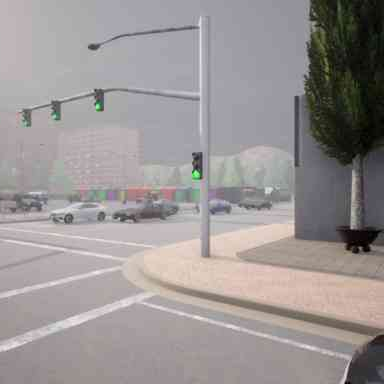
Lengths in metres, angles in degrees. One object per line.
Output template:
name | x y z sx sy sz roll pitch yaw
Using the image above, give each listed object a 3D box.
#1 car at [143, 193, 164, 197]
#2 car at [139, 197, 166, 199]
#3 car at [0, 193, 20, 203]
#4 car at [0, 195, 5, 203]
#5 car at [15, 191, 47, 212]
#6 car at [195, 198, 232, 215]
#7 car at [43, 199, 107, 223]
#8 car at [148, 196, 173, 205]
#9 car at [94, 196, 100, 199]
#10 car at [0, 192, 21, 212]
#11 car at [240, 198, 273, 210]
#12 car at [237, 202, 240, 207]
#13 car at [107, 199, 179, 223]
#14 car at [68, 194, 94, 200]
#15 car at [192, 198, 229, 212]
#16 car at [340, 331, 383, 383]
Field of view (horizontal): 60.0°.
car | -6.918 1.156 52.523 3.866 1.878 1.905 0 0 35
car | -3.160 1.525 32.890 1.812 1.442 4.674 0 0 37
car | -36.747 1.152 66.763 4.605 1.855 1.932 0 0 35
car | -38.254 1.363 64.542 3.905 1.438 1.784 0 0 35
car | -18.205 1.156 36.471 3.866 1.878 1.905 0 0 35
car | 2.436 1.525 34.547 1.812 1.442 4.674 0 0 37
car | -8.546 1.525 25.547 1.812 1.442 4.674 0 0 38
car | -5.239 1.395 54.882 3.806 1.475 1.970 0 0 35
car | -19.519 1.363 64.940 3.905 1.438 1.784 0 0 35
car | -19.919 1.153 34.138 4.605 1.855 1.932 0 0 35
car | 8.730 1.547 42.988 2.033 1.411 5.357 0 0 37
car | 8.652 1.547 48.696 2.033 1.411 5.357 0 0 37
car | -3.707 1.547 26.283 2.033 1.411 5.357 0 0 36
car | -21.242 1.153 62.611 4.605 1.855 1.932 0 0 35
car | 2.316 1.491 40.252 2.128 1.511 4.902 0 0 37
car | 3.358 1.492 1.570 4.902 1.511 2.128 0 0 36
